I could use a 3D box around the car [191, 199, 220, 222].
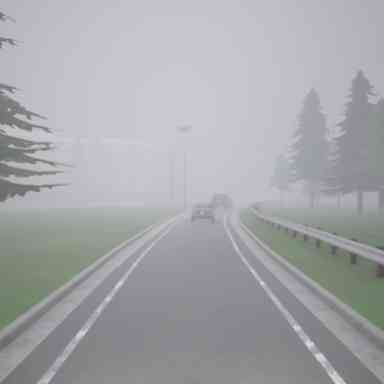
[{"bbox_3d":[0.977,1.559,26.437,2.033,1.411,5.357,0,0,5],"label":"car"}]

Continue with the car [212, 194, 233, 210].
[{"bbox_3d":[3.892,1.239,43.083,2.150,2.045,5.566,0,0,14],"label":"car"}]
